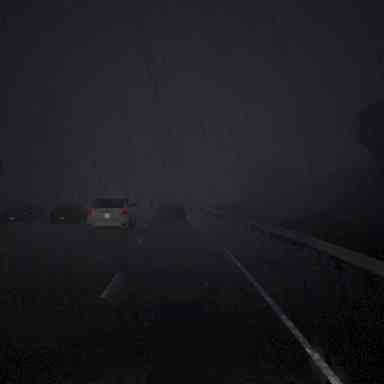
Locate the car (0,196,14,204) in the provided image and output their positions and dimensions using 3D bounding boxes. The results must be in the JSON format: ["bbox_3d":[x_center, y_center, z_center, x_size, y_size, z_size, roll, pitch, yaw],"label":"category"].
[{"bbox_3d":[-36.631,1.561,65.524,2.128,1.511,4.902,0,0,-19],"label":"car"}]

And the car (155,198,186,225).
[{"bbox_3d":[-1.521,1.474,24.332,1.882,1.535,5.008,0,0,-7],"label":"car"}]

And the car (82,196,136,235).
[{"bbox_3d":[-4.459,1.223,19.030,2.150,2.045,5.566,0,0,-6],"label":"car"}]

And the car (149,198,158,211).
[{"bbox_3d":[-4.241,1.473,41.240,1.882,1.535,5.008,0,0,-11],"label":"car"}]

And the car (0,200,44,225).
[{"bbox_3d":[-12.059,1.537,24.074,1.812,1.442,4.674,0,0,-7],"label":"car"}]

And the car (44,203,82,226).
[{"bbox_3d":[-8.442,1.484,23.378,1.882,1.535,5.008,0,0,-7],"label":"car"}]

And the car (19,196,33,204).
[{"bbox_3d":[-33.795,1.556,67.931,2.128,1.511,4.902,0,0,-21],"label":"car"}]
